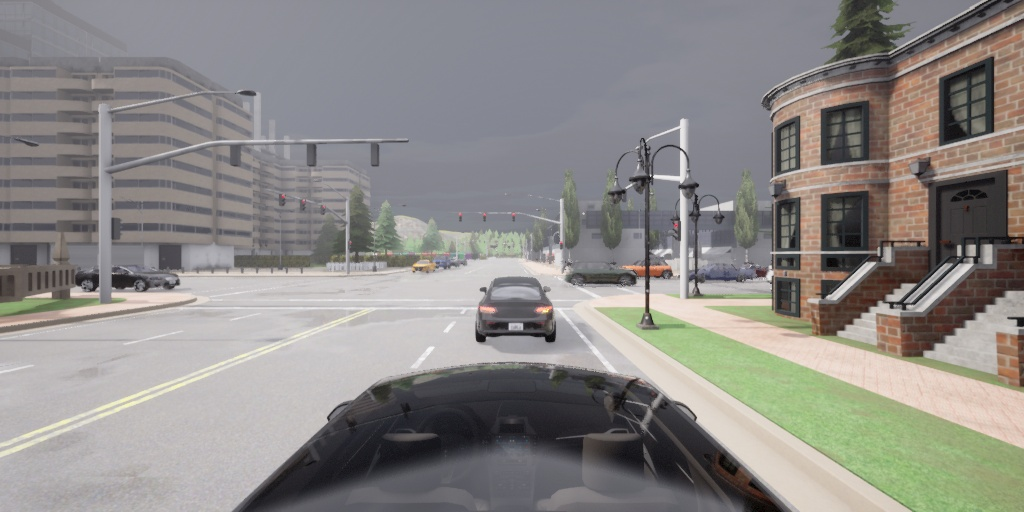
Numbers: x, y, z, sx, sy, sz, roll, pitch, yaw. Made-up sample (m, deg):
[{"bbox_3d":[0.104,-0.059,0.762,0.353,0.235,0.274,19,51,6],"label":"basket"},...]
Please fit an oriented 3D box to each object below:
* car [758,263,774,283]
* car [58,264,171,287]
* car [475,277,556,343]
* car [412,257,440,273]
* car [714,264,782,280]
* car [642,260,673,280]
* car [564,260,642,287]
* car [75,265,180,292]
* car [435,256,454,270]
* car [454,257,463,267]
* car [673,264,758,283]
[{"bbox_3d":[17.488,0.967,20.184,5.566,2.045,2.150,0,0,-1],"label":"car"},{"bbox_3d":[-26.529,1.293,24.056,5.357,1.411,2.033,0,0,0],"label":"car"},{"bbox_3d":[0.086,1.274,9.597,1.812,1.442,4.674,0,0,0],"label":"car"},{"bbox_3d":[-10.647,1.219,43.616,1.882,1.535,5.008,0,0,2],"label":"car"},{"bbox_3d":[20.311,1.345,31.014,4.718,1.301,1.895,0,0,-2],"label":"car"},{"bbox_3d":[11.319,1.096,30.879,4.553,1.767,2.097,0,0,-1],"label":"car"},{"bbox_3d":[5.784,1.097,23.624,4.553,1.767,2.097,0,0,0],"label":"car"},{"bbox_3d":[-21.909,1.238,20.552,4.902,1.511,2.128,0,0,0],"label":"car"},{"bbox_3d":[-10.586,0.961,53.743,2.150,2.045,5.566,0,0,0],"label":"car"},{"bbox_3d":[-10.549,1.338,64.042,1.895,1.301,4.718,0,0,1],"label":"car"},{"bbox_3d":[15.623,1.292,27.388,5.357,1.411,2.033,0,0,-1],"label":"car"}]
